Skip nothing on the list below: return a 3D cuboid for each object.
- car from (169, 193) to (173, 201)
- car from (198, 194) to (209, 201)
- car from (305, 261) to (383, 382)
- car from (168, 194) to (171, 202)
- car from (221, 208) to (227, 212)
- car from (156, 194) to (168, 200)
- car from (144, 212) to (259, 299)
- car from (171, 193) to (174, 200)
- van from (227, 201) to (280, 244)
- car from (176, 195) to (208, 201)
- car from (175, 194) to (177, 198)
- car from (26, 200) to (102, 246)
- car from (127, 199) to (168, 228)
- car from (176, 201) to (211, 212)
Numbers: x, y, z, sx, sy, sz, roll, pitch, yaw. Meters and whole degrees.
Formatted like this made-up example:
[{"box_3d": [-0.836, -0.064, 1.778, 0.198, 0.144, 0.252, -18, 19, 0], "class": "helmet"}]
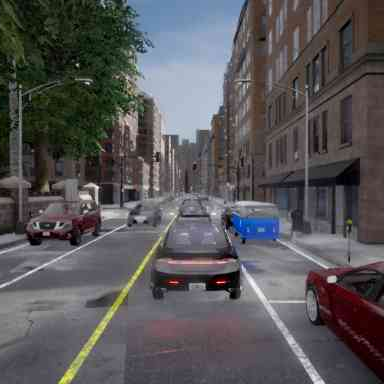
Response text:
[{"box_3d": [-5.702, 1.493, 70.055, 1.887, 1.381, 4.507, 0, 0, 0], "class": "car"}, {"box_3d": [2.820, 1.386, 75.546, 1.967, 1.590, 4.097, 0, 0, 0], "class": "car"}, {"box_3d": [2.853, 1.544, 4.188, 1.887, 1.381, 4.507, 0, 0, 0], "class": "car"}, {"box_3d": [-5.699, 1.502, 64.604, 2.008, 1.369, 4.403, 0, 0, 0], "class": "car"}, {"box_3d": [2.846, 1.557, 21.169, 1.947, 1.339, 4.313, 0, 0, 0], "class": "car"}, {"box_3d": [-5.697, 1.480, 58.984, 1.752, 1.417, 4.829, 0, 0, 0], "class": "car"}, {"box_3d": [0.096, 1.490, 8.409, 2.128, 1.511, 4.902, 0, 0, 0], "class": "car"}, {"box_3d": [-5.704, 1.491, 75.506, 1.887, 1.381, 4.507, 0, 0, 0], "class": "car"}, {"box_3d": [2.848, 1.336, 15.509, 1.690, 1.788, 3.998, 0, 0, 0], "class": "van"}, {"box_3d": [-0.014, 1.338, 27.526, 2.097, 1.767, 4.553, 0, 0, 0], "class": "car"}, {"box_3d": [-5.709, 1.496, 86.408, 2.008, 1.369, 4.403, 0, 0, 0], "class": "car"}, {"box_3d": [-5.677, 1.310, 15.465, 2.192, 1.841, 5.009, 0, 0, 0], "class": "car"}, {"box_3d": [-3.047, 1.482, 22.214, 2.128, 1.511, 4.902, 0, 0, 1], "class": "car"}, {"box_3d": [0.090, 1.485, 18.348, 2.128, 1.511, 4.902, 0, 0, 0], "class": "car"}]
